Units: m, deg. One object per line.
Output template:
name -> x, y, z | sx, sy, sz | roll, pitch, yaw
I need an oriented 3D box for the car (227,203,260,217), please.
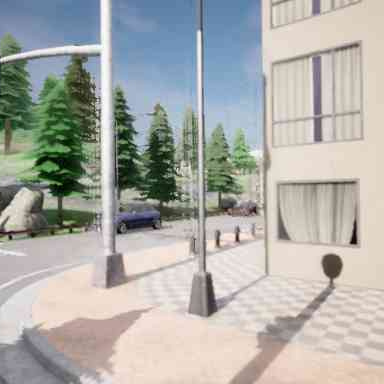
car -> 5.301, 1.770, 33.920 | 1.994, 1.385, 4.181 | -1, -1, 35

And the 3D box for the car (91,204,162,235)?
car -> -3.971, 1.557, 20.637 | 2.097, 1.767, 4.553 | -1, -1, 35
